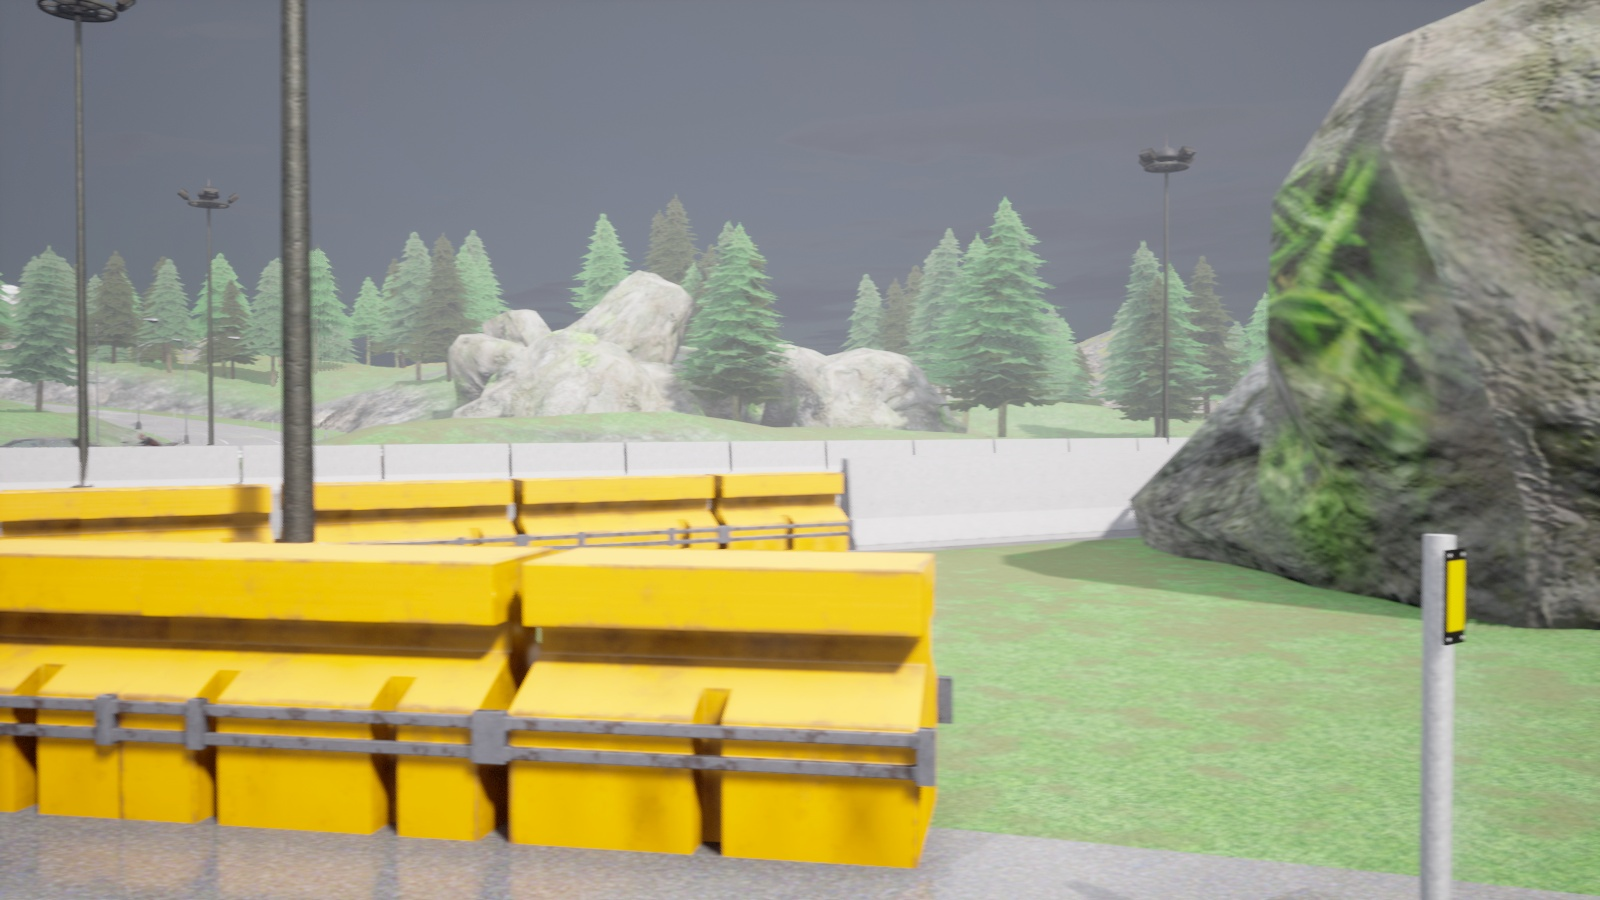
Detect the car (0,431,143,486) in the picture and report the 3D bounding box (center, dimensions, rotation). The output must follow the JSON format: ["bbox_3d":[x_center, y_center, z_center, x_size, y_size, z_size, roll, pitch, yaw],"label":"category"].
[{"bbox_3d":[-20.587,0.205,33.471,5.357,1.411,2.033,0,1,-31],"label":"car"}]
